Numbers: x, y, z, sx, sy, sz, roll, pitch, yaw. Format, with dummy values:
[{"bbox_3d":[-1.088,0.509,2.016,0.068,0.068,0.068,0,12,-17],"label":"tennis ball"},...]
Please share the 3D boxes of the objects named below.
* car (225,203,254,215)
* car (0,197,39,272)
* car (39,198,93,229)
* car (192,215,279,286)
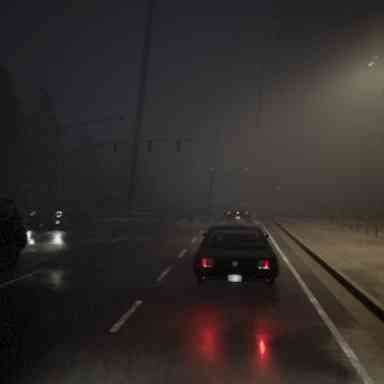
[{"bbox_3d":[3.701,1.480,25.314,1.895,1.301,4.718,0,0,13],"label":"car"},{"bbox_3d":[-6.280,1.163,7.782,2.150,2.045,5.566,0,0,8],"label":"car"},{"bbox_3d":[-7.966,1.221,20.588,2.097,1.767,4.553,0,0,8],"label":"car"},{"bbox_3d":[1.214,1.555,9.343,1.895,1.301,4.718,0,0,7],"label":"car"}]
